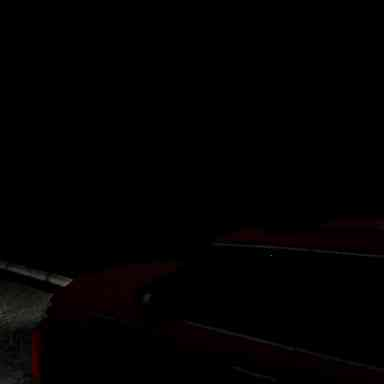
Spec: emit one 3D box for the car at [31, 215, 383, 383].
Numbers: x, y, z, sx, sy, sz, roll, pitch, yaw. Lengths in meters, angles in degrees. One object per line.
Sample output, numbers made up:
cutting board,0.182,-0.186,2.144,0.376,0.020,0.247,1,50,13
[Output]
car,1.037,1.220,2.638,5.566,2.045,2.150,0,0,35
